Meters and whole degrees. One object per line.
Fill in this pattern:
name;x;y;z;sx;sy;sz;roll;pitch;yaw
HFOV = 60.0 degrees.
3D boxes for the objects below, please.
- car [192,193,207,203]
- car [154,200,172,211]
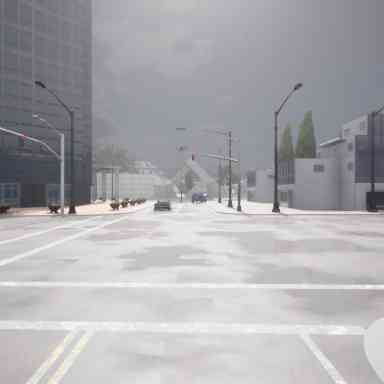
car;1.518;1.222;69.610;2.150;2.045;5.566;0;0;15
car;-3.614;1.601;41.604;1.895;1.301;4.718;0;0;0
